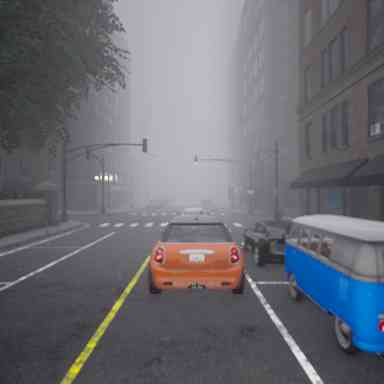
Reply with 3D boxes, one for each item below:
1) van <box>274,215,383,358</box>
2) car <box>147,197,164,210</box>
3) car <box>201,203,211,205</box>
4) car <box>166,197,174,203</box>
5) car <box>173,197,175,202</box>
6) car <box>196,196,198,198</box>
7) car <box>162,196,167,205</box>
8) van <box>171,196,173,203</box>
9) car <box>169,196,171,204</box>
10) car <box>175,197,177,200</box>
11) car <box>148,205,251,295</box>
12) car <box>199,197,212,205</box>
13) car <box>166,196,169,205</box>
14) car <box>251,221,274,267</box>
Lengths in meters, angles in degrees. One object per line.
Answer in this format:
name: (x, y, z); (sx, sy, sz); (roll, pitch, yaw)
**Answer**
van: (2.855, 1.378, 5.904); (1.690, 1.788, 3.998); (0, 0, 0)
car: (-5.669, 1.810, 49.380); (1.752, 1.417, 4.829); (0, 0, 0)
car: (0.097, 1.646, 20.020); (1.812, 1.442, 4.674); (0, 0, 0)
car: (-5.669, 2.056, 87.535); (1.752, 1.417, 4.829); (0, 0, 0)
car: (-5.669, 2.009, 76.804); (2.008, 1.369, 4.403); (0, 0, 0)
car: (2.855, 2.097, 93.350); (1.752, 1.417, 4.829); (0, 0, 0)
car: (-5.669, 1.869, 55.001); (2.008, 1.369, 4.403); (0, 0, 0)
van: (-5.670, 1.763, 71.354); (1.690, 1.788, 3.998); (0, 0, 0)
car: (-5.669, 1.931, 65.902); (1.887, 1.381, 4.507); (0, 0, 0)
car: (-5.670, 1.810, 82.256); (2.192, 1.841, 5.009); (0, 0, 0)
car: (0.101, 1.407, 9.047); (2.097, 1.767, 4.553); (0, 0, 0)
car: (2.855, 1.827, 65.939); (1.967, 1.590, 4.097); (0, 0, 0)
car: (-5.669, 1.897, 60.452); (1.887, 1.381, 4.507); (0, 0, 0)
car: (2.856, 1.637, 11.562); (1.947, 1.339, 4.313); (0, 0, 0)
